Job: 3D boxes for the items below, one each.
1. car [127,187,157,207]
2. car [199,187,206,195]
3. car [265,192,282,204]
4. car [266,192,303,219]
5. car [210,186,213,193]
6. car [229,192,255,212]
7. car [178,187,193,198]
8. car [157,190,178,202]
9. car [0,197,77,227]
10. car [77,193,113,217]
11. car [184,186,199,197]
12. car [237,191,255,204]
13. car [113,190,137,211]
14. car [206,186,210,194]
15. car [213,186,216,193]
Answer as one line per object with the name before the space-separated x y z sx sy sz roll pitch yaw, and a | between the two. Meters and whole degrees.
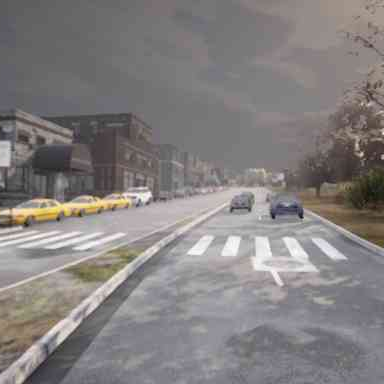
car | -6.163 0.509 36.631 2.435 2.045 5.566 0 1 11
car | 0.956 -0.050 72.982 2.231 1.521 4.892 0 1 12
car | 10.359 0.692 42.402 1.895 1.301 4.718 0 1 11
car | 6.663 0.859 23.938 2.097 1.767 4.553 0 1 11
car | 3.452 -0.454 85.341 2.185 1.767 4.553 0 1 11
car | 4.388 0.956 29.479 2.033 1.411 5.357 0 1 12
car | -1.877 0.276 58.346 2.231 1.521 4.892 0 1 11
car | -4.027 0.548 47.472 2.163 1.488 4.792 0 1 11
car | -9.438 1.130 20.105 1.946 1.575 5.366 0 1 11
car | -8.359 1.006 25.520 1.946 1.575 5.366 0 1 11
car | -0.816 -0.096 63.726 2.435 2.045 5.566 0 1 11
car | 7.020 0.660 42.584 2.033 1.411 5.357 0 1 12
car | -7.289 0.885 30.939 1.946 1.575 5.366 0 1 11
car | 2.341 -0.205 79.712 1.946 1.575 5.366 0 1 11
car | 4.481 -0.448 90.550 1.946 1.575 5.366 0 1 11
